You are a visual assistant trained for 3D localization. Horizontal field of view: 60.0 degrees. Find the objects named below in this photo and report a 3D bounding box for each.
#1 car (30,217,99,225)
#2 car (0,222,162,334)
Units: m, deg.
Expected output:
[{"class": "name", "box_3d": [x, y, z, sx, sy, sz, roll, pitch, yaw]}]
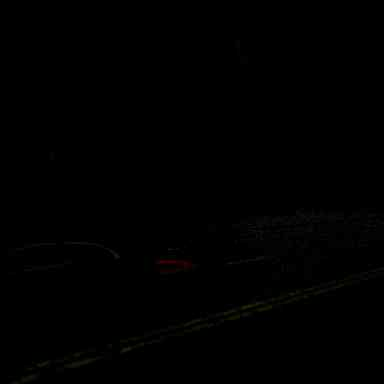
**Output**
[{"class": "car", "box_3d": [-3.734, 1.476, 9.006, 5.008, 1.535, 1.882, 0, 0, -35]}, {"class": "car", "box_3d": [-2.881, 1.491, 5.622, 4.902, 1.511, 2.128, 0, 0, -35]}]
